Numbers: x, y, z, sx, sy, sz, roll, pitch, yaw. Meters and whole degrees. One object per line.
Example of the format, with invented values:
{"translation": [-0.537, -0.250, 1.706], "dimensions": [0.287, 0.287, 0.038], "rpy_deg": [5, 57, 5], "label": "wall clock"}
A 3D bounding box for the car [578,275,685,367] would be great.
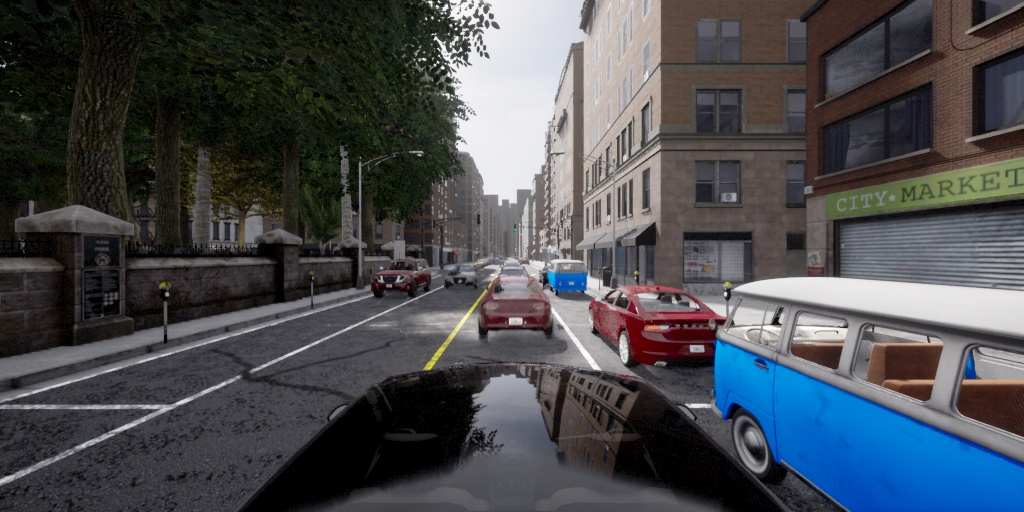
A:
{"translation": [2.858, 1.294, 7.762], "dimensions": [1.888, 1.381, 4.507], "rpy_deg": [0, 0, 0], "label": "car"}

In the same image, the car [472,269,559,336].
{"translation": [0.098, 1.274, 10.244], "dimensions": [1.812, 1.442, 4.674], "rpy_deg": [0, 0, 0], "label": "car"}

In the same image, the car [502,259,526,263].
{"translation": [0.008, 1.243, 30.400], "dimensions": [1.837, 1.490, 4.892], "rpy_deg": [0, 0, 0], "label": "car"}

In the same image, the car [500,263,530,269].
{"translation": [0.103, 1.292, 20.039], "dimensions": [2.033, 1.411, 5.357], "rpy_deg": [0, 0, 0], "label": "car"}

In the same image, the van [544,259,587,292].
{"translation": [2.861, 1.086, 19.084], "dimensions": [1.690, 1.789, 3.998], "rpy_deg": [0, 0, 0], "label": "van"}

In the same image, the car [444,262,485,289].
{"translation": [-3.054, 1.307, 23.056], "dimensions": [1.994, 1.385, 4.181], "rpy_deg": [0, 0, 0], "label": "car"}

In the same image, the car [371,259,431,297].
{"translation": [-5.664, 1.059, 19.045], "dimensions": [2.192, 1.841, 5.009], "rpy_deg": [0, 0, 0], "label": "car"}

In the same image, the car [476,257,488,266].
{"translation": [-5.655, 1.229, 62.564], "dimensions": [1.751, 1.417, 4.829], "rpy_deg": [0, 0, 0], "label": "car"}

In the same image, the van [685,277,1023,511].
{"translation": [2.857, 1.091, 2.102], "dimensions": [1.690, 1.789, 3.998], "rpy_deg": [0, 0, 0], "label": "van"}
